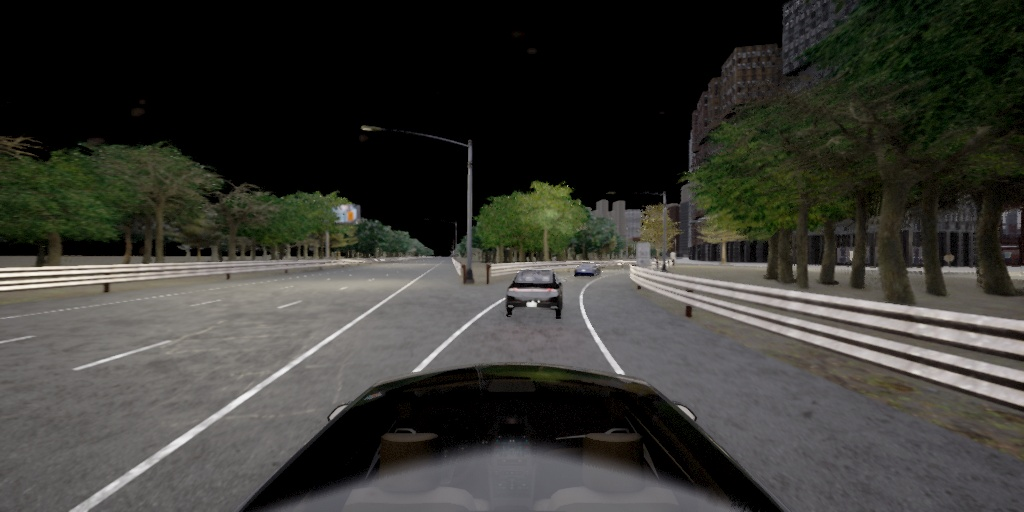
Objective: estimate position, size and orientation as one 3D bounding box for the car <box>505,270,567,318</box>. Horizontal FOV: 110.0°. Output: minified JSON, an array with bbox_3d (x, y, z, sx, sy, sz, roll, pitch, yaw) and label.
[{"bbox_3d":[0.945,1.251,13.196,2.128,1.511,4.902,0,0,8],"label":"car"}]

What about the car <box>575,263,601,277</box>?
[{"bbox_3d":[7.691,1.358,36.137,1.994,1.385,4.181,0,0,25],"label":"car"}]
